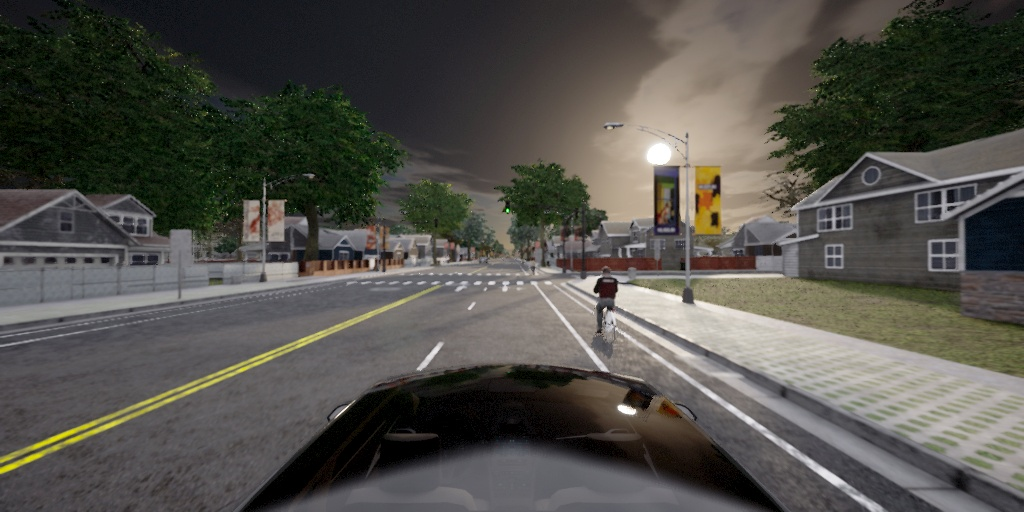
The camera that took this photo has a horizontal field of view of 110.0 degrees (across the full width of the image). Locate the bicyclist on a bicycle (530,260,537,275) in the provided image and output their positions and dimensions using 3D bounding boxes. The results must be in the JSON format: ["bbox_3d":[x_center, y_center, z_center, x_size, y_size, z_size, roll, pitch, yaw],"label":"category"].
[{"bbox_3d":[2.288,1.223,38.573,0.866,1.612,1.509,0,0,0],"label":"bicyclist on a bicycle"}]

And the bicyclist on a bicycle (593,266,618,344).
[{"bbox_3d":[2.247,1.129,8.744,0.659,1.776,1.843,0,0,0],"label":"bicyclist on a bicycle"}]
